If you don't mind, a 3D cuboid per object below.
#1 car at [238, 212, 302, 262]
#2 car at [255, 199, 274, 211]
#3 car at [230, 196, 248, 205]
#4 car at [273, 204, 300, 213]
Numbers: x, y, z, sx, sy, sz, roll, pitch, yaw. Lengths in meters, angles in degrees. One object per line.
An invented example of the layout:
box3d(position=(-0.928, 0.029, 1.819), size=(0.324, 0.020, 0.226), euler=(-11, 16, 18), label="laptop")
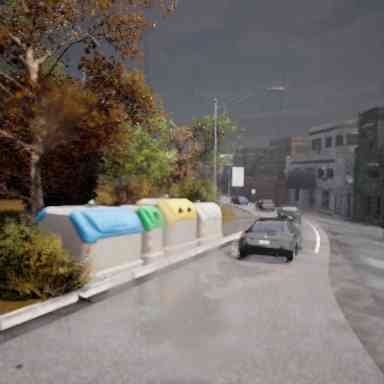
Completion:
box3d(position=(3.184, 1.694, 13.080), size=(1.994, 1.385, 4.181), euler=(2, 0, 22), label="car")
box3d(position=(9.491, 1.695, 43.659), size=(2.128, 1.511, 4.902), euler=(0, 1, 0), label="car")
box3d(position=(8.116, 1.348, 57.405), size=(2.033, 1.411, 5.357), euler=(0, 3, -10), label="car")
box3d(position=(7.766, 1.764, 26.944), size=(1.812, 1.442, 4.674), euler=(1, 0, 13), label="car")
